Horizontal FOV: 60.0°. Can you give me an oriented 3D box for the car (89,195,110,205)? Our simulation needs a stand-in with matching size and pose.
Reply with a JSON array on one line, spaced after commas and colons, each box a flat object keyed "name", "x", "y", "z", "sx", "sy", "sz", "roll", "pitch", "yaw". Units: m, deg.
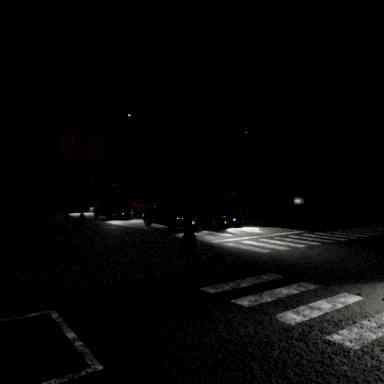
[{"name": "car", "x": -16.300, "y": 1.382, "z": 58.554, "sx": 1.882, "sy": 1.535, "sz": 5.008, "roll": 0, "pitch": 0, "yaw": -36}]

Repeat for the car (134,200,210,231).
[{"name": "car", "x": -1.376, "y": 1.469, "z": 20.730, "sx": 2.128, "sy": 1.511, "sz": 4.902, "roll": 0, "pitch": 0, "yaw": -36}]

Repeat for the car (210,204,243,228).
[{"name": "car", "x": 1.476, "y": 1.537, "z": 22.328, "sx": 1.994, "sy": 1.385, "sz": 4.181, "roll": 0, "pitch": 0, "yaw": -36}]

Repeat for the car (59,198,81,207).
[{"name": "car", "x": -18.594, "y": 1.535, "z": 50.431, "sx": 1.895, "sy": 1.301, "sz": 4.718, "roll": 0, "pitch": 0, "yaw": -36}]

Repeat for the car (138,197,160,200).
[{"name": "car", "x": -3.511, "y": 1.312, "z": 29.272, "sx": 2.097, "sy": 1.767, "sz": 4.553, "roll": 0, "pitch": 0, "yaw": -36}]

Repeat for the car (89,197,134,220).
[{"name": "car", "x": -6.869, "y": 1.468, "z": 28.376, "sx": 1.837, "sy": 1.490, "sz": 4.892, "roll": 0, "pitch": 0, "yaw": -36}]

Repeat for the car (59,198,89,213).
[{"name": "car", "x": -13.090, "y": 1.494, "z": 37.031, "sx": 2.033, "sy": 1.411, "sz": 5.357, "roll": 0, "pitch": 0, "yaw": -36}]
